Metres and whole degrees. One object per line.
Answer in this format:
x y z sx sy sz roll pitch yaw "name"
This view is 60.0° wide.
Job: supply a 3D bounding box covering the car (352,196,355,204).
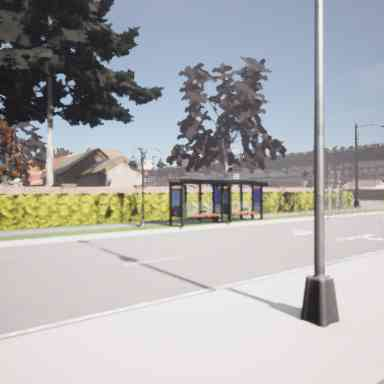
23.961 0.959 54.136 2.150 2.045 5.566 0 0 -35 "car"
